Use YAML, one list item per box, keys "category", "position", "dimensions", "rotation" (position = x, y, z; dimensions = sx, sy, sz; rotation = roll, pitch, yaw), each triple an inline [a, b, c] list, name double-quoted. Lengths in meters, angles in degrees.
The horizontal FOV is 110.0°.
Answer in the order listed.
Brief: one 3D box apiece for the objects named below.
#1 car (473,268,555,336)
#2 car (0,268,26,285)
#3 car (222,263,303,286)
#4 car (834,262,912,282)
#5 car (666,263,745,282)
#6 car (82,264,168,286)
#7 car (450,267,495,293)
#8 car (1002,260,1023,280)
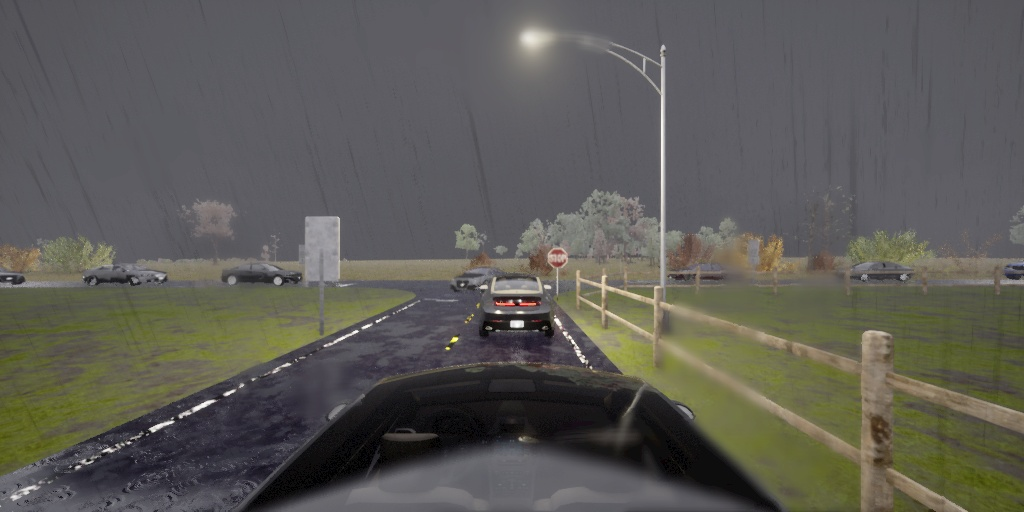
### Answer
- category: "car"
  position: [0.112, 1.254, 10.336]
  dimensions: [1.837, 1.490, 4.892]
  rotation: [0, 0, 0]
- category: "car"
  position: [-37.354, 1.415, 25.294]
  dimensions: [4.181, 1.385, 1.994]
  rotation: [0, 0, 1]
- category: "car"
  position: [-17.368, 1.270, 25.093]
  dimensions: [5.008, 1.535, 1.882]
  rotation: [0, 0, 1]
- category: "car"
  position: [27.717, 1.185, 27.620]
  dimensions: [4.892, 1.490, 1.837]
  rotation: [0, 0, 1]
- category: "car"
  position: [14.936, 1.253, 27.750]
  dimensions: [5.357, 1.411, 2.033]
  rotation: [0, 0, 0]
- category: "car"
  position: [-27.055, 1.311, 25.188]
  dimensions: [4.902, 1.511, 2.128]
  rotation: [0, 0, 1]
- category: "car"
  position: [-1.678, 1.313, 20.378]
  dimensions: [1.994, 1.385, 4.181]
  rotation: [0, 0, 27]
- category: "car"
  position: [41.418, 0.891, 27.475]
  dimensions: [5.566, 2.045, 2.150]
  rotation: [0, 0, 0]
